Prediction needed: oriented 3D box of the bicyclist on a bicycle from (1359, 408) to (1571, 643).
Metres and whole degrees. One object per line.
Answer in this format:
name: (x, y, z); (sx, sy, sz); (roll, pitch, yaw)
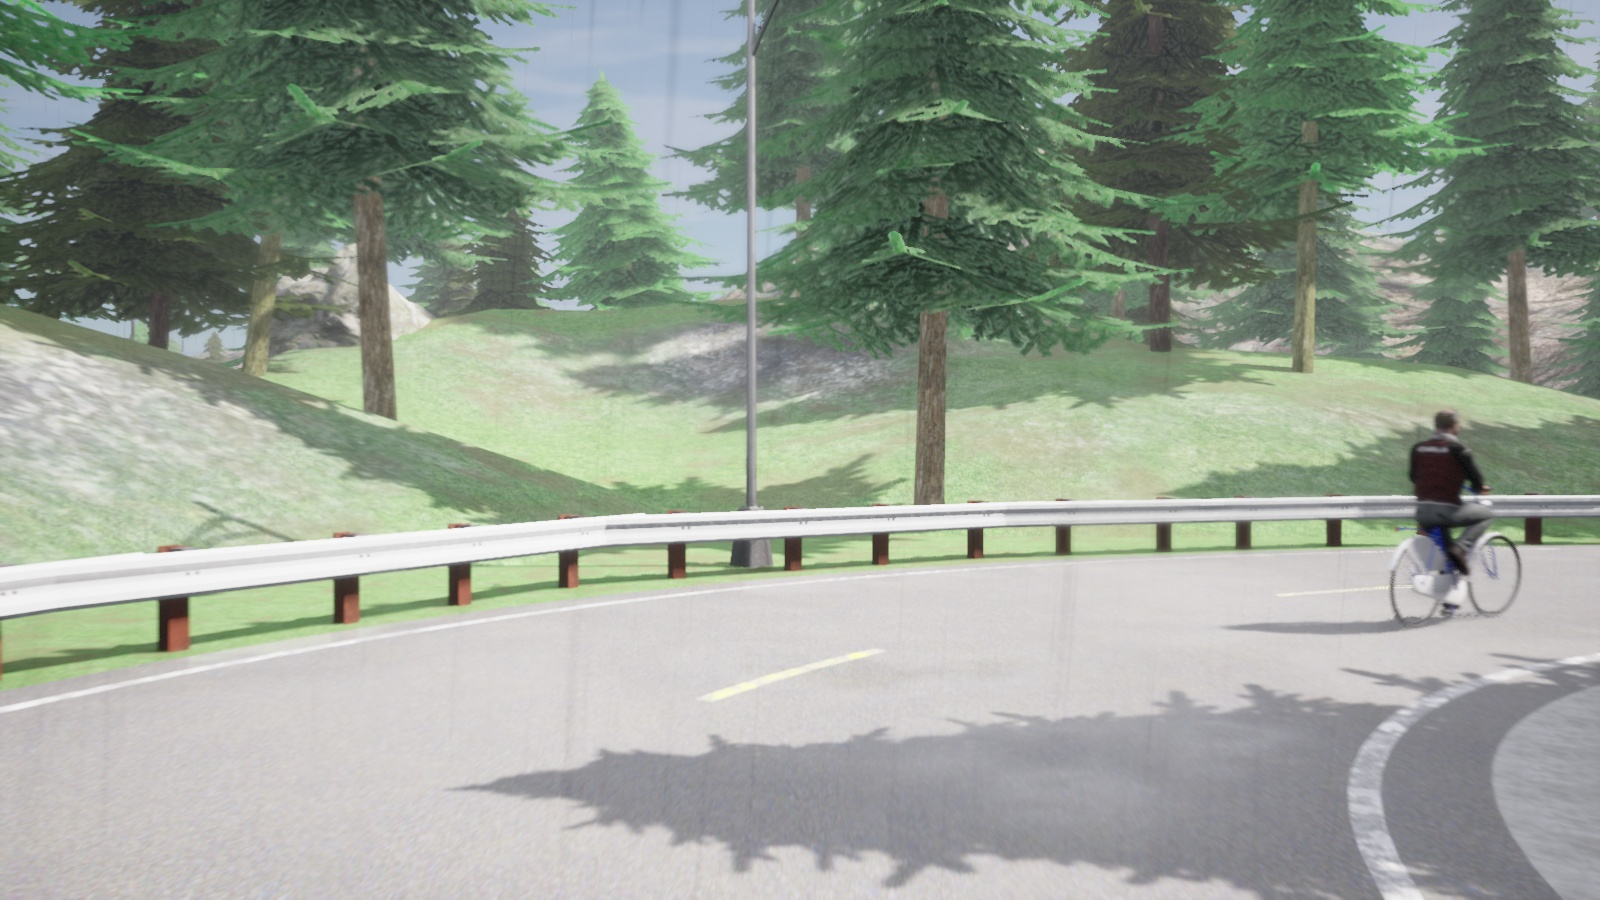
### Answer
bicyclist on a bicycle: (5.440, 0.559, 10.238); (1.843, 1.776, 0.659); (0, 2, -32)
